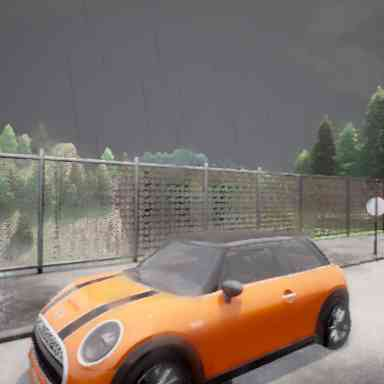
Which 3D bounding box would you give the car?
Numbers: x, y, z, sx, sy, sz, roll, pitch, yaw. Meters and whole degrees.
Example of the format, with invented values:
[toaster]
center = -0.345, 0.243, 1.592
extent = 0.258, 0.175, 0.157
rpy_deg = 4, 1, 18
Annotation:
[car]
center = 0.239, 1.388, 4.763
extent = 4.553, 1.767, 2.097
rpy_deg = 1, 0, -35
